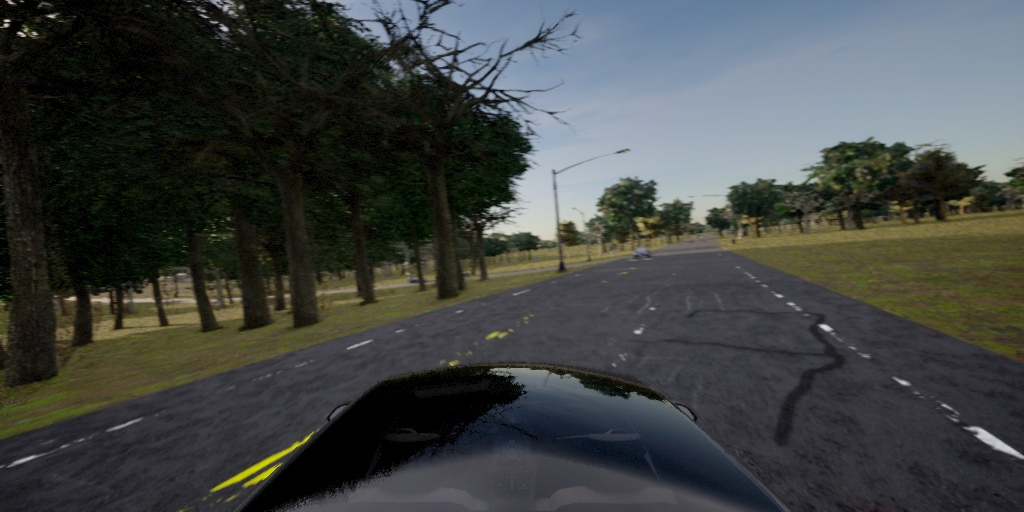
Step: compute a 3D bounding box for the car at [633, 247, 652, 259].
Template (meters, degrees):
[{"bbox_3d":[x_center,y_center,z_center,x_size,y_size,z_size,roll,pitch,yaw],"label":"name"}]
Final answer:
[{"bbox_3d":[17.555,-0.458,48.335,1.812,1.442,4.674,-5,0,28],"label":"car"}]
